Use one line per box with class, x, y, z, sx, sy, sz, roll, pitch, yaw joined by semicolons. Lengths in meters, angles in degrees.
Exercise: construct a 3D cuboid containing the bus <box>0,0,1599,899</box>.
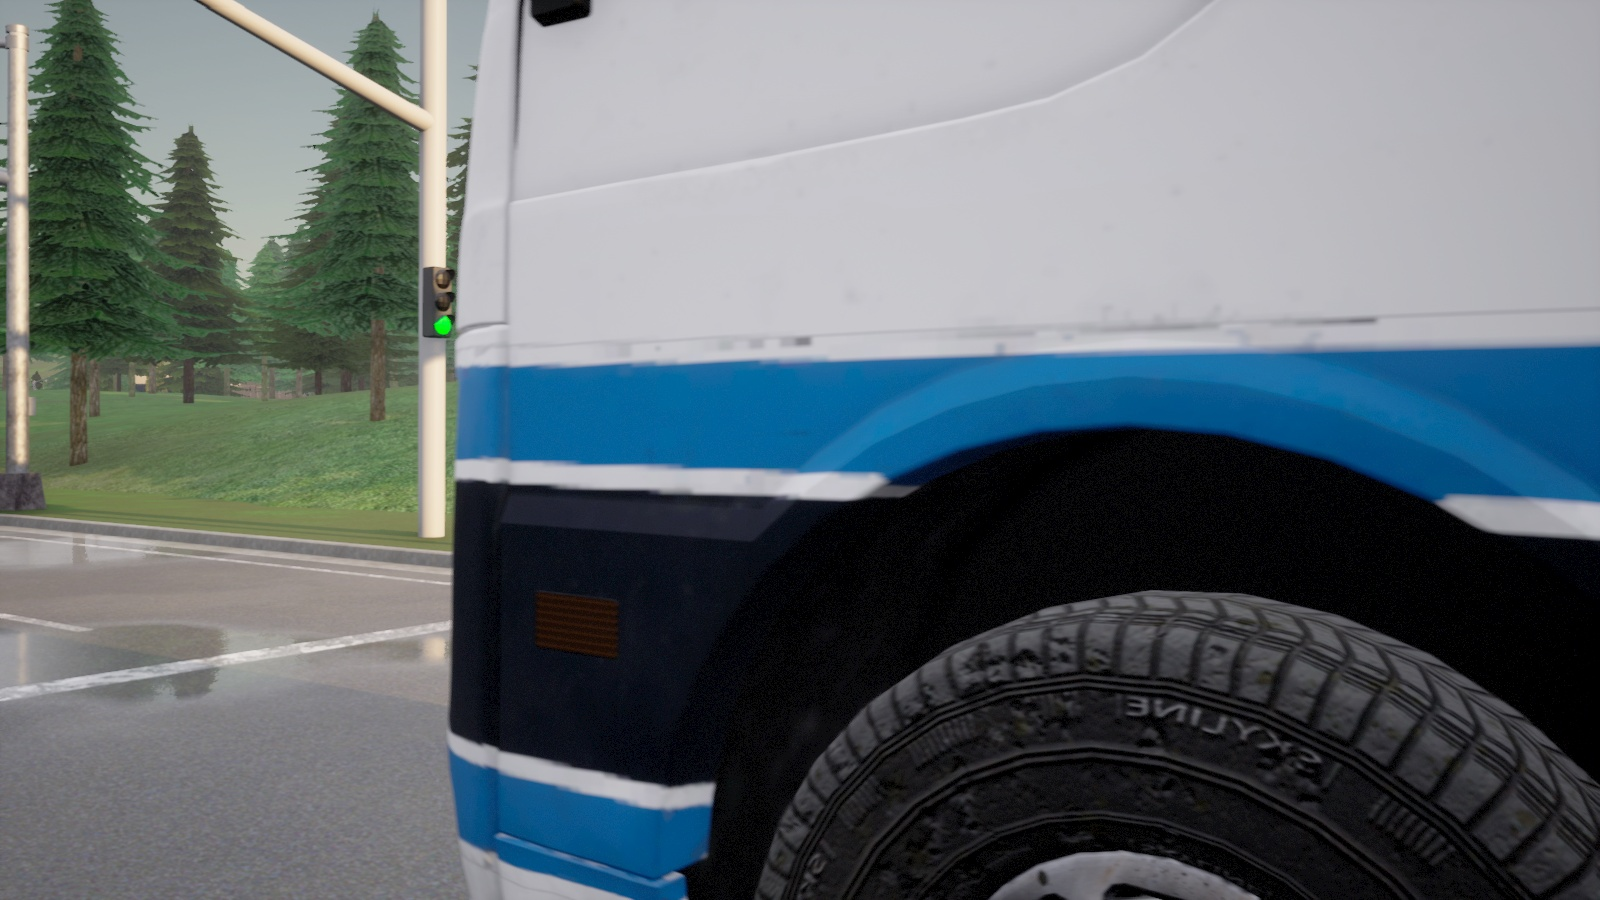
bus;3.748;-0.700;1.107;10.273;4.253;3.944;0;1;34
